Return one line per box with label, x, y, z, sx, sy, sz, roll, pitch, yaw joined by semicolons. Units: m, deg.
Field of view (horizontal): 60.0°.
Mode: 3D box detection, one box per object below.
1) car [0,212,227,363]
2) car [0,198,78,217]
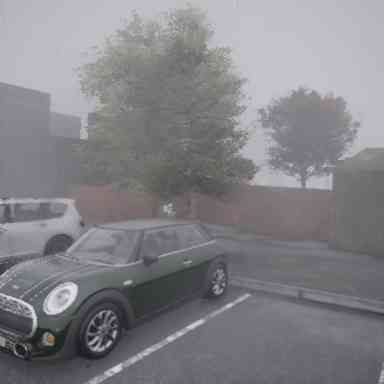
car;-1.209;1.341;6.186;2.185;1.767;4.553;0;0;36
car;-5.689;1.199;9.311;2.435;2.045;5.566;0;0;36
